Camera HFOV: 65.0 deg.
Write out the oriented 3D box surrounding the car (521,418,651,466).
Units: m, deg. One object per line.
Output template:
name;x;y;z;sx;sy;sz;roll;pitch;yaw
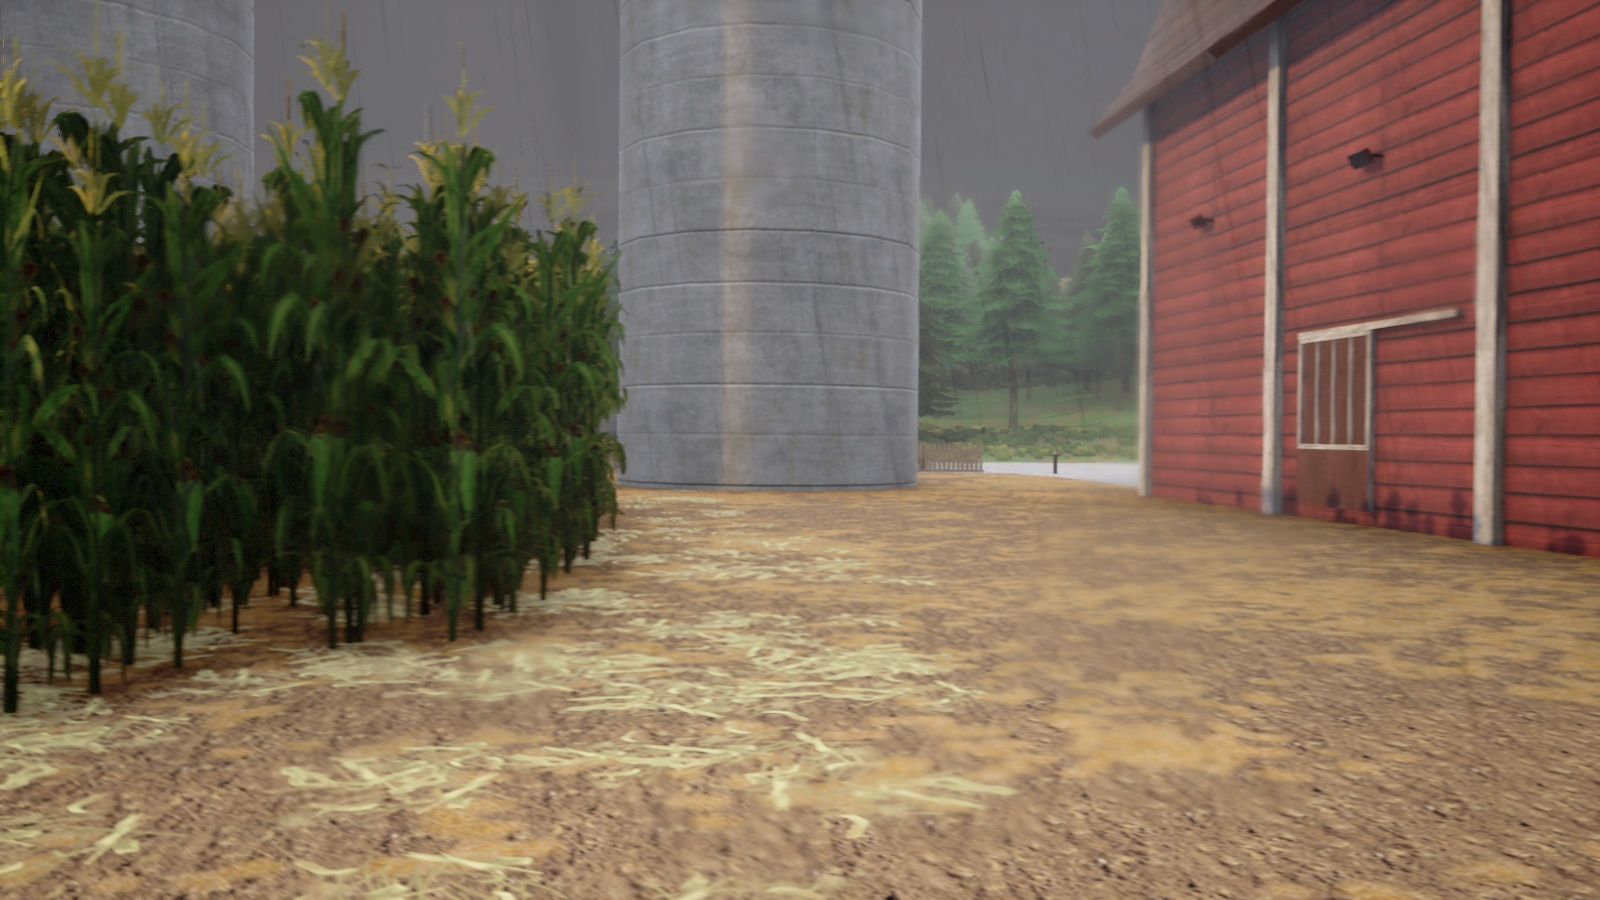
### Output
car;-9.479;-0.370;55.965;5.566;2.045;2.150;-1;1;-6
